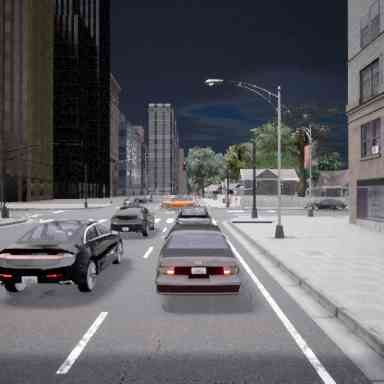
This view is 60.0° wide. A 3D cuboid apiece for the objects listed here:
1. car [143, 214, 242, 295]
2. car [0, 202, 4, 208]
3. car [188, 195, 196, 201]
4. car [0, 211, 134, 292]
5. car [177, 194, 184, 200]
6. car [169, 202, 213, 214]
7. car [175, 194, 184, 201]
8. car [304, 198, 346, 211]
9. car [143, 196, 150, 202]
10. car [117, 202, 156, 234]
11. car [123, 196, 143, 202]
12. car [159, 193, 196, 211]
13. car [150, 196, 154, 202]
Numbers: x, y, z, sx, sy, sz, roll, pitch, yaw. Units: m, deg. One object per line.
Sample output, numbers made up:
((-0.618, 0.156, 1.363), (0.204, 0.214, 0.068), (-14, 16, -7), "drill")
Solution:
((0.095, 1.545, 8.818), (2.033, 1.411, 5.357), (0, 0, -1), "car")
((-25.462, 1.577, 40.487), (4.674, 1.442, 1.812), (0, -1, -3), "car")
((0.043, 1.509, 83.985), (1.812, 1.442, 4.674), (0, 0, 0), "car")
((-3.147, 1.492, 8.889), (2.128, 1.511, 4.902), (0, 0, 0), "car")
((-3.202, 1.309, 93.991), (1.882, 1.535, 5.008), (0, 0, 0), "car")
((0.107, 1.491, 17.872), (2.128, 1.511, 4.902), (0, 0, 0), "car")
((-3.207, 1.340, 83.957), (2.097, 1.767, 4.553), (0, 0, 0), "car")
((16.203, 1.552, 40.746), (4.892, 1.490, 1.837), (0, -1, 0), "car")
((-9.761, 1.593, 63.152), (1.895, 1.301, 4.718), (0, 0, 1), "car")
((-3.141, 1.504, 18.149), (1.837, 1.490, 4.892), (0, 0, 0), "car")
((-9.799, 1.485, 53.832), (2.128, 1.511, 4.902), (0, 0, 1), "car")
((-1.753, 1.387, 40.923), (4.553, 1.767, 2.097), (0, -1, 1), "car")
((-9.713, 1.515, 73.264), (1.812, 1.442, 4.674), (0, 0, 0), "car")
